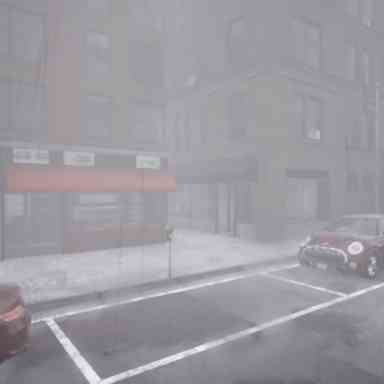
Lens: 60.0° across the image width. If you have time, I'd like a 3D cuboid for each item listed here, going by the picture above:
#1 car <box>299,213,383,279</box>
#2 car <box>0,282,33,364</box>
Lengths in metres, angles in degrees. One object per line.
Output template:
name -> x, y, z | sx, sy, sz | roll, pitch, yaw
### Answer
car -> 4.998, 1.401, 9.829 | 4.097, 1.590, 1.967 | 0, 0, -36
car -> -3.947, 1.587, 3.363 | 4.206, 1.307, 1.802 | 0, 0, -36
